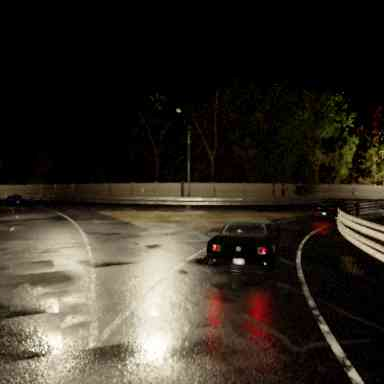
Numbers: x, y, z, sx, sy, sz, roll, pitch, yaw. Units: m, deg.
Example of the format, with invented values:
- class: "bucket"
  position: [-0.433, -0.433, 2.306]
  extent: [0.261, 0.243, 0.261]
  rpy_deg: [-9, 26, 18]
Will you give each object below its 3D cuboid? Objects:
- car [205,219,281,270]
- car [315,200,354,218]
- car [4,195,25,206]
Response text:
- class: "car"
  position: [1.921, 1.546, 10.960]
  extent: [1.895, 1.301, 4.718]
  rpy_deg: [0, 0, 17]
- class: "car"
  position: [11.879, 1.407, 27.580]
  extent: [1.837, 1.490, 4.892]
  rpy_deg: [0, 0, 43]
- class: "car"
  position: [-23.854, 1.136, 44.729]
  extent: [1.812, 1.442, 4.674]
  rpy_deg: [0, 0, -38]
